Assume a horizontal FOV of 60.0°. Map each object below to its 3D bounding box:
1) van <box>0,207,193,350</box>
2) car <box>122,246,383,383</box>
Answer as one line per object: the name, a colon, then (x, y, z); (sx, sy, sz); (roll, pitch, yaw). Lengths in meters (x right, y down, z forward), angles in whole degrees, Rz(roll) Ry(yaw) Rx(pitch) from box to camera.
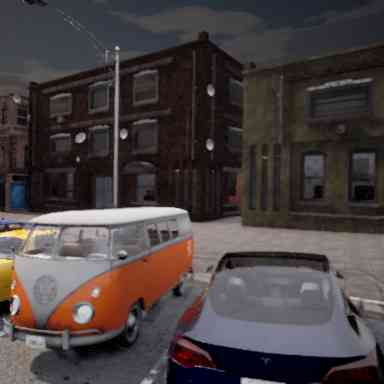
van: (-1.339, 1.300, 6.233); (1.878, 1.987, 4.442); (0, -1, 15)
car: (1.149, 1.528, 4.627); (2.163, 1.488, 4.792); (-1, -1, 15)
